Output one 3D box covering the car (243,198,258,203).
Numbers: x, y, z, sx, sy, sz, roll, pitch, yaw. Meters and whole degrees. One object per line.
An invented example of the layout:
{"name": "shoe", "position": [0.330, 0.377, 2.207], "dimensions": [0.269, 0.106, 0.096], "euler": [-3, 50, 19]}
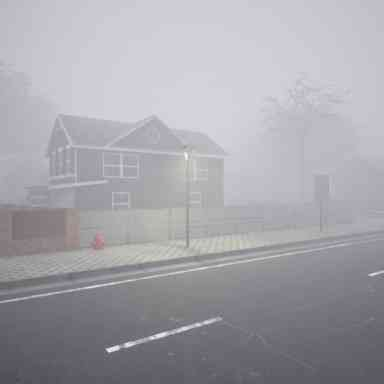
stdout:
{"name": "car", "position": [7.605, 1.539, 41.808], "dimensions": [2.128, 1.511, 4.902], "euler": [0, 0, -35]}
